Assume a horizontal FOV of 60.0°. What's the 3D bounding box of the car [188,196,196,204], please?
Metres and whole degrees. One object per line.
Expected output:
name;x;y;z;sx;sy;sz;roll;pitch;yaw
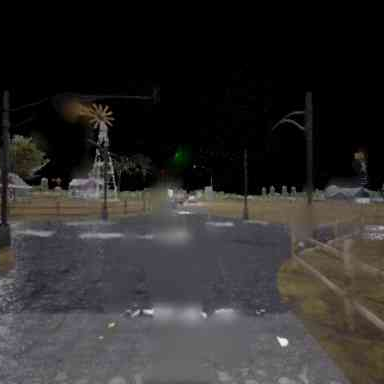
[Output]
car;-0.005;1.780;70.928;2.033;1.411;5.357;0;0;0

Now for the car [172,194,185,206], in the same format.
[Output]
car;-2.775;1.402;60.770;2.150;2.045;5.566;0;0;1

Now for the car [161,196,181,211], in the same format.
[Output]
car;-2.840;1.637;42.739;2.033;1.411;5.357;0;0;1

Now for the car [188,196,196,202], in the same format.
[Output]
car;-0.003;1.694;81.403;1.812;1.442;4.674;0;0;0

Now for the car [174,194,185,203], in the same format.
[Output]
car;-2.754;1.424;74.347;2.150;2.045;5.566;0;0;0
